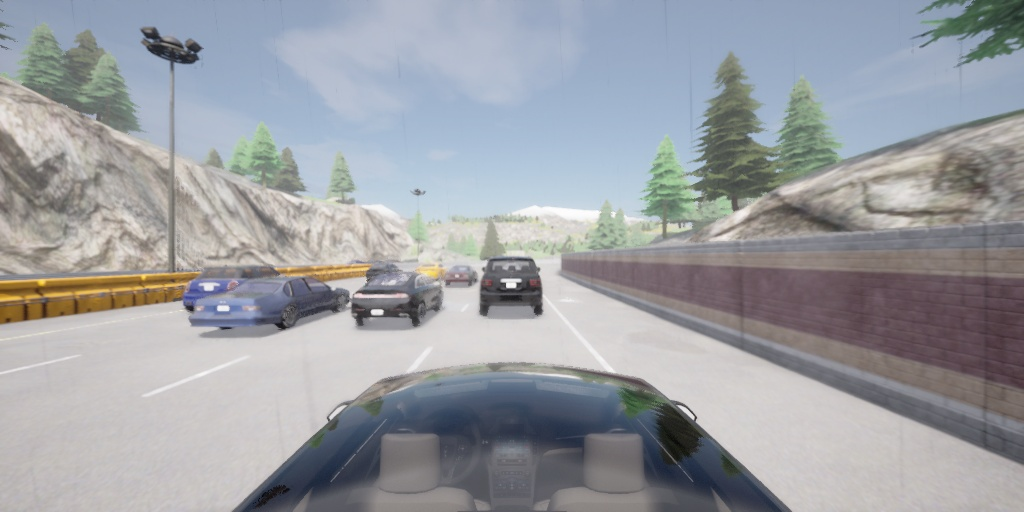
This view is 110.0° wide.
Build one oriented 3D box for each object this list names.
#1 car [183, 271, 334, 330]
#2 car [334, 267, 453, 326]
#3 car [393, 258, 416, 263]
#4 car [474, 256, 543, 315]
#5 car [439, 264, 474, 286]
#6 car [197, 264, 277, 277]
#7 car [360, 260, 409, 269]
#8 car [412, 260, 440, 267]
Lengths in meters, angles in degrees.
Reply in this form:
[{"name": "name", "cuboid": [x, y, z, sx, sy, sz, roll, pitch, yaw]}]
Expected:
[{"name": "car", "cuboid": [-7.028, 1.329, 11.243, 2.033, 1.411, 5.357, 0, 0, 0]}, {"name": "car", "cuboid": [-3.526, 1.273, 11.801, 2.128, 1.511, 4.902, 0, 0, 0]}, {"name": "car", "cuboid": [-17.419, 1.279, 60.213, 2.097, 1.767, 4.553, 0, 0, 13]}, {"name": "car", "cuboid": [-0.031, 1.009, 13.963, 2.150, 2.045, 5.566, 0, 0, 0]}, {"name": "car", "cuboid": [-3.605, 1.370, 26.279, 2.033, 1.411, 5.357, 0, 0, 1]}, {"name": "car", "cuboid": [-10.534, 1.144, 14.586, 2.097, 1.767, 4.553, 0, 0, 0]}, {"name": "car", "cuboid": [-10.503, 1.344, 30.001, 1.837, 1.490, 4.892, 0, 0, 2]}, {"name": "car", "cuboid": [-6.940, 1.317, 31.543, 1.882, 1.535, 5.008, 0, 0, 2]}]
